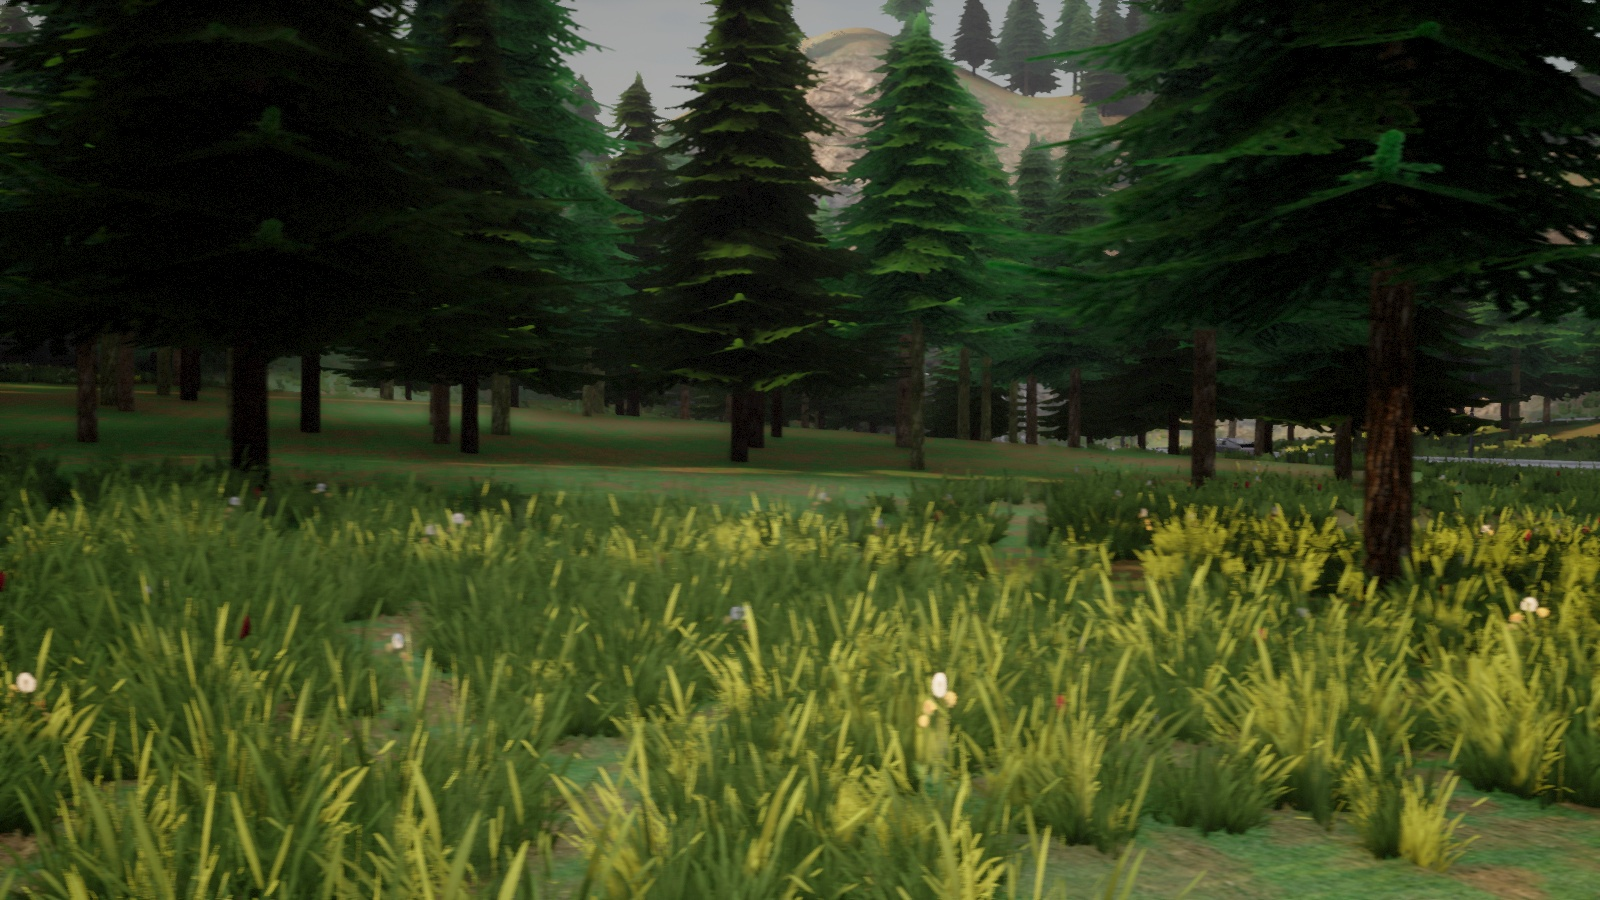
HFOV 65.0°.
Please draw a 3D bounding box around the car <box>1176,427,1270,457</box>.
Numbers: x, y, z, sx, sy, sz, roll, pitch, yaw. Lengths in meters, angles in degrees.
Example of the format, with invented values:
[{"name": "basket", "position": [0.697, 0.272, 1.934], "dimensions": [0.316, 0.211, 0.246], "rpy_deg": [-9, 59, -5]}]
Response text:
[{"name": "car", "position": [22.381, -0.432, 66.659], "dimensions": [2.128, 1.511, 4.902], "rpy_deg": [-1, 1, -21]}]
